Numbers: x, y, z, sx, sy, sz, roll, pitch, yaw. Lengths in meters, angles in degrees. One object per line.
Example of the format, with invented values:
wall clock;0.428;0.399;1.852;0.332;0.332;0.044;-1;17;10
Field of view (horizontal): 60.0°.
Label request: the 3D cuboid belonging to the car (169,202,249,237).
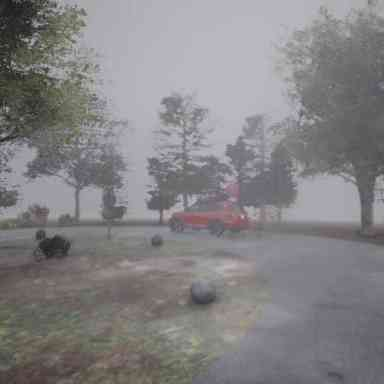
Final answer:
car;0.982;1.642;21.345;5.566;2.045;2.150;-2;-2;42
